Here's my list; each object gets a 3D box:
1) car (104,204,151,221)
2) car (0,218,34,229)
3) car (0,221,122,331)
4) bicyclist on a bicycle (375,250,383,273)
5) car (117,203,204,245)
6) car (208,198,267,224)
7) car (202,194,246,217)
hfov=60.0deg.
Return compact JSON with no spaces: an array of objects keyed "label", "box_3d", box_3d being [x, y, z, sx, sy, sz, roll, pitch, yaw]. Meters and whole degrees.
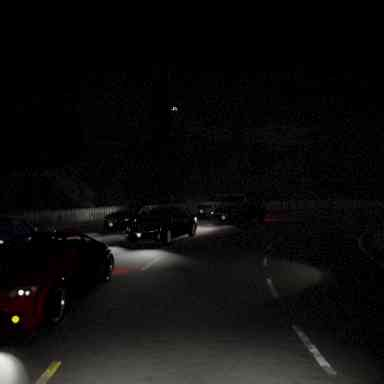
[{"label":"car","box_3d":[-3.226,1.477,19.919,2.128,1.511,4.902,0,0,27]},{"label":"car","box_3d":[-6.287,1.540,10.286,2.033,1.411,5.357,0,0,9]},{"label":"car","box_3d":[-3.125,1.559,6.936,1.994,1.385,4.181,0,0,6]},{"label":"bicyclist on a bicycle","box_3d":[5.740,1.391,8.827,1.656,1.620,0.582,-1,0,10]},{"label":"car","box_3d":[-1.260,1.494,15.702,1.837,1.490,4.892,0,0,22]},{"label":"car","box_3d":[3.709,1.474,24.466,2.128,1.511,4.902,0,0,40]},{"label":"car","box_3d":[2.661,1.201,28.597,2.150,2.045,5.566,0,0,44]}]
